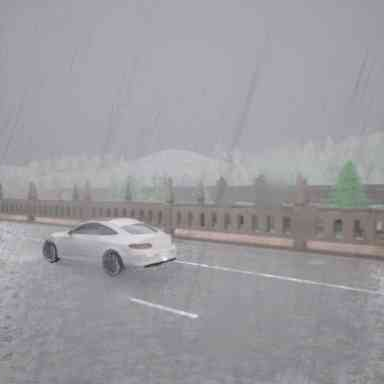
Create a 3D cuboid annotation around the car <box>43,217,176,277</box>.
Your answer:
[{"bbox_3d":[-2.596,1.497,10.099,4.674,1.442,1.812,0,0,35],"label":"car"}]
